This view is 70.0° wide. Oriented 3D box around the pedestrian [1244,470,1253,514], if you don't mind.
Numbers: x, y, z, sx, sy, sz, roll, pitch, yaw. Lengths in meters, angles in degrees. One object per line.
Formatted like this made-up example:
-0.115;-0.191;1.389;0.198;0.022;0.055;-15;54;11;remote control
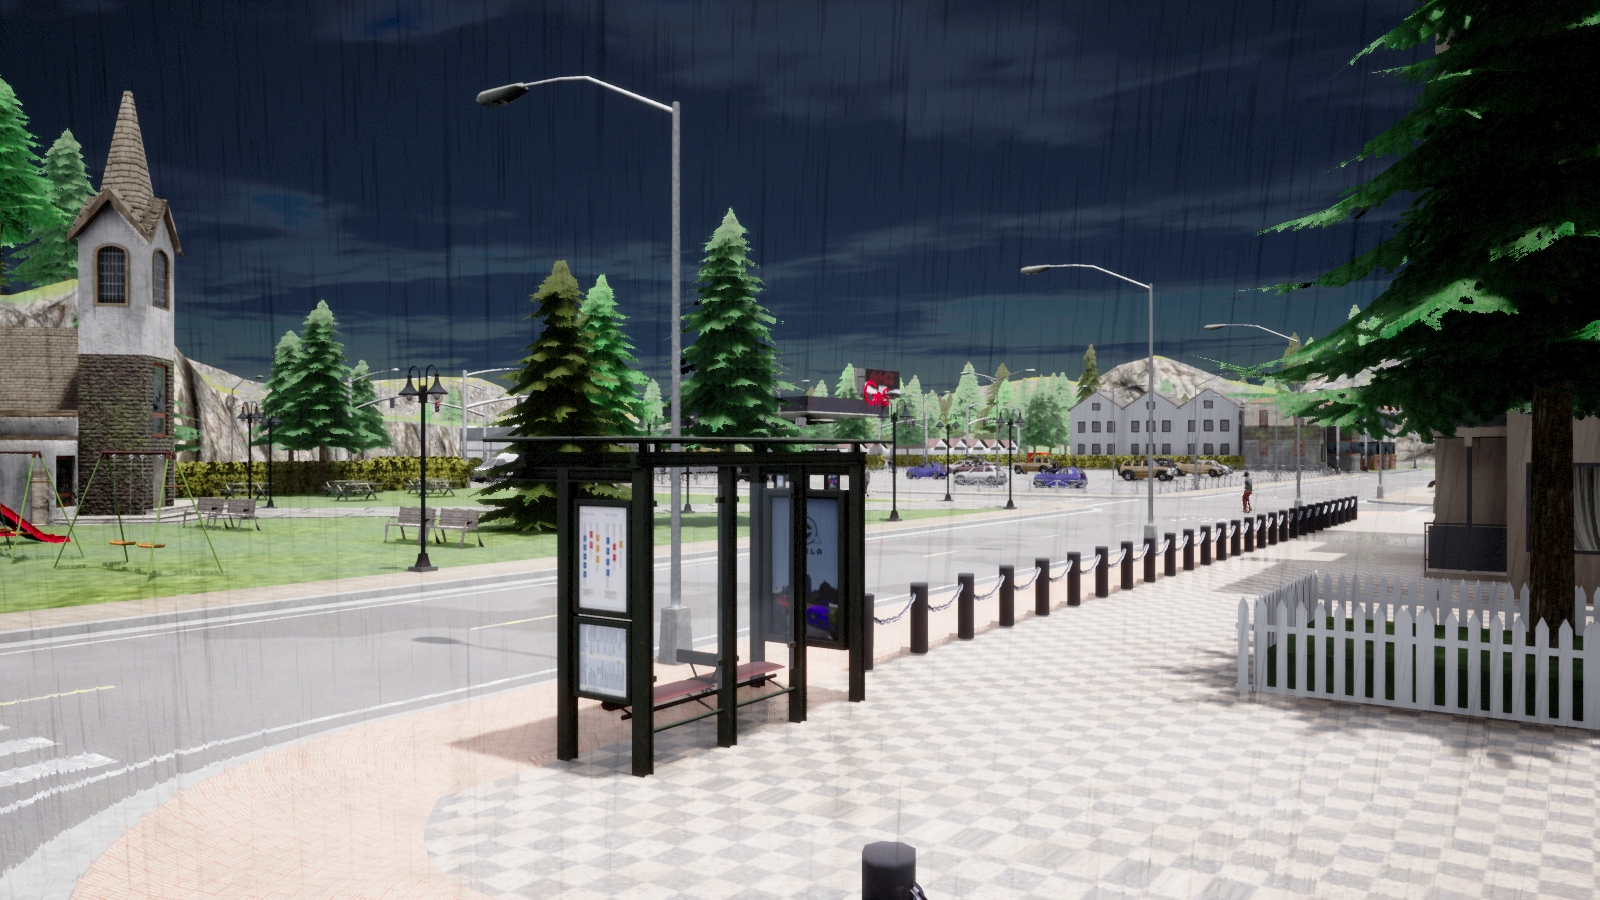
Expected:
19.482;1.821;49.614;0.375;1.860;0.375;0;0;20;pedestrian

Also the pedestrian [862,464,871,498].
3.609;1.671;61.941;0.375;1.860;0.375;0;0;40;pedestrian
